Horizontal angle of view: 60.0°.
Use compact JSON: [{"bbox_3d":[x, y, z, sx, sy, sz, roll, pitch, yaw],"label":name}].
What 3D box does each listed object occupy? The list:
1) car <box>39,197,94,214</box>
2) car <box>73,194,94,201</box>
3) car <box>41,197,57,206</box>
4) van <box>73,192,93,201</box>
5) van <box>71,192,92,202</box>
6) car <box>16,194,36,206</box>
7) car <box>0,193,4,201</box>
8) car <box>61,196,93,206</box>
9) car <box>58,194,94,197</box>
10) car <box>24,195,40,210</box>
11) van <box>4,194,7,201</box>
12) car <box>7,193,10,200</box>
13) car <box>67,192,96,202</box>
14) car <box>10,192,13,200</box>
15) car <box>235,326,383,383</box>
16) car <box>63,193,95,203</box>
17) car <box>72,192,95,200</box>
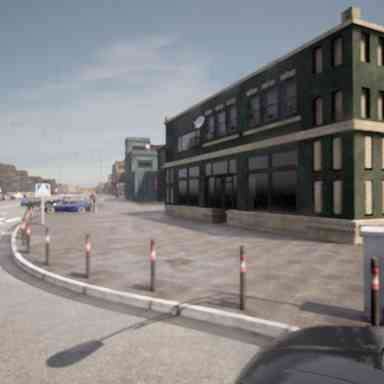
[{"bbox_3d":[-13.270,1.595,35.567,4.792,1.488,2.163,0,0,-16],"label":"car"},{"bbox_3d":[-26.396,1.331,80.831,4.792,1.488,2.163,0,0,-16],"label":"car"},{"bbox_3d":[-24.154,1.587,56.297,1.895,1.301,4.718,0,1,-16],"label":"car"},{"bbox_3d":[-24.708,1.101,75.532,4.442,1.987,1.878,0,0,-16],"label":"van"},{"bbox_3d":[-24.159,1.115,72.799,4.442,1.987,1.878,0,0,-16],"label":"van"},{"bbox_3d":[-26.790,1.554,54.614,2.033,1.411,5.357,0,1,-16],"label":"car"},{"bbox_3d":[-45.422,1.415,74.086,4.892,1.521,2.231,0,0,-16],"label":"car"},{"bbox_3d":[-18.622,1.471,54.150,4.892,1.521,2.231,0,1,-16],"label":"car"},{"bbox_3d":[-14.726,1.430,40.804,4.553,1.767,2.185,0,0,-16],"label":"car"},{"bbox_3d":[-20.467,1.583,43.989,1.837,1.490,4.892,0,0,-17],"label":"car"},{"bbox_3d":[-46.120,1.177,76.882,4.442,1.987,1.878,0,0,-16],"label":"van"},{"bbox_3d":[-46.965,1.435,79.380,4.674,1.452,2.002,0,0,-16],"label":"car"},{"bbox_3d":[-23.245,1.105,70.169,5.566,2.045,2.435,0,0,-16],"label":"car"},{"bbox_3d":[-47.916,1.386,81.976,5.366,1.575,1.946,0,0,-16],"label":"car"},{"bbox_3d":[2.556,1.492,1.827,4.892,1.490,1.837,-2,-1,32],"label":"car"},{"bbox_3d":[-17.050,1.385,48.818,4.553,1.767,2.185,0,0,-16],"label":"car"},{"bbox_3d":[-27.943,1.030,86.169,5.566,2.045,2.435,0,0,-16],"label":"car"}]
